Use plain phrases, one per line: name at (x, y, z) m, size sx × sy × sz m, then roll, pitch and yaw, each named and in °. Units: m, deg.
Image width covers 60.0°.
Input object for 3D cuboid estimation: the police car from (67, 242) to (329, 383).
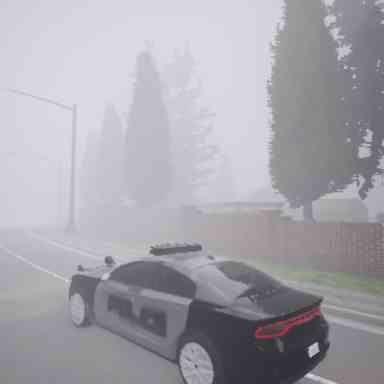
police car at (-0.403, 1.711, 5.783) m, size 5.238 × 1.638 × 1.930 m, roll -1°, pitch -4°, yaw 44°
